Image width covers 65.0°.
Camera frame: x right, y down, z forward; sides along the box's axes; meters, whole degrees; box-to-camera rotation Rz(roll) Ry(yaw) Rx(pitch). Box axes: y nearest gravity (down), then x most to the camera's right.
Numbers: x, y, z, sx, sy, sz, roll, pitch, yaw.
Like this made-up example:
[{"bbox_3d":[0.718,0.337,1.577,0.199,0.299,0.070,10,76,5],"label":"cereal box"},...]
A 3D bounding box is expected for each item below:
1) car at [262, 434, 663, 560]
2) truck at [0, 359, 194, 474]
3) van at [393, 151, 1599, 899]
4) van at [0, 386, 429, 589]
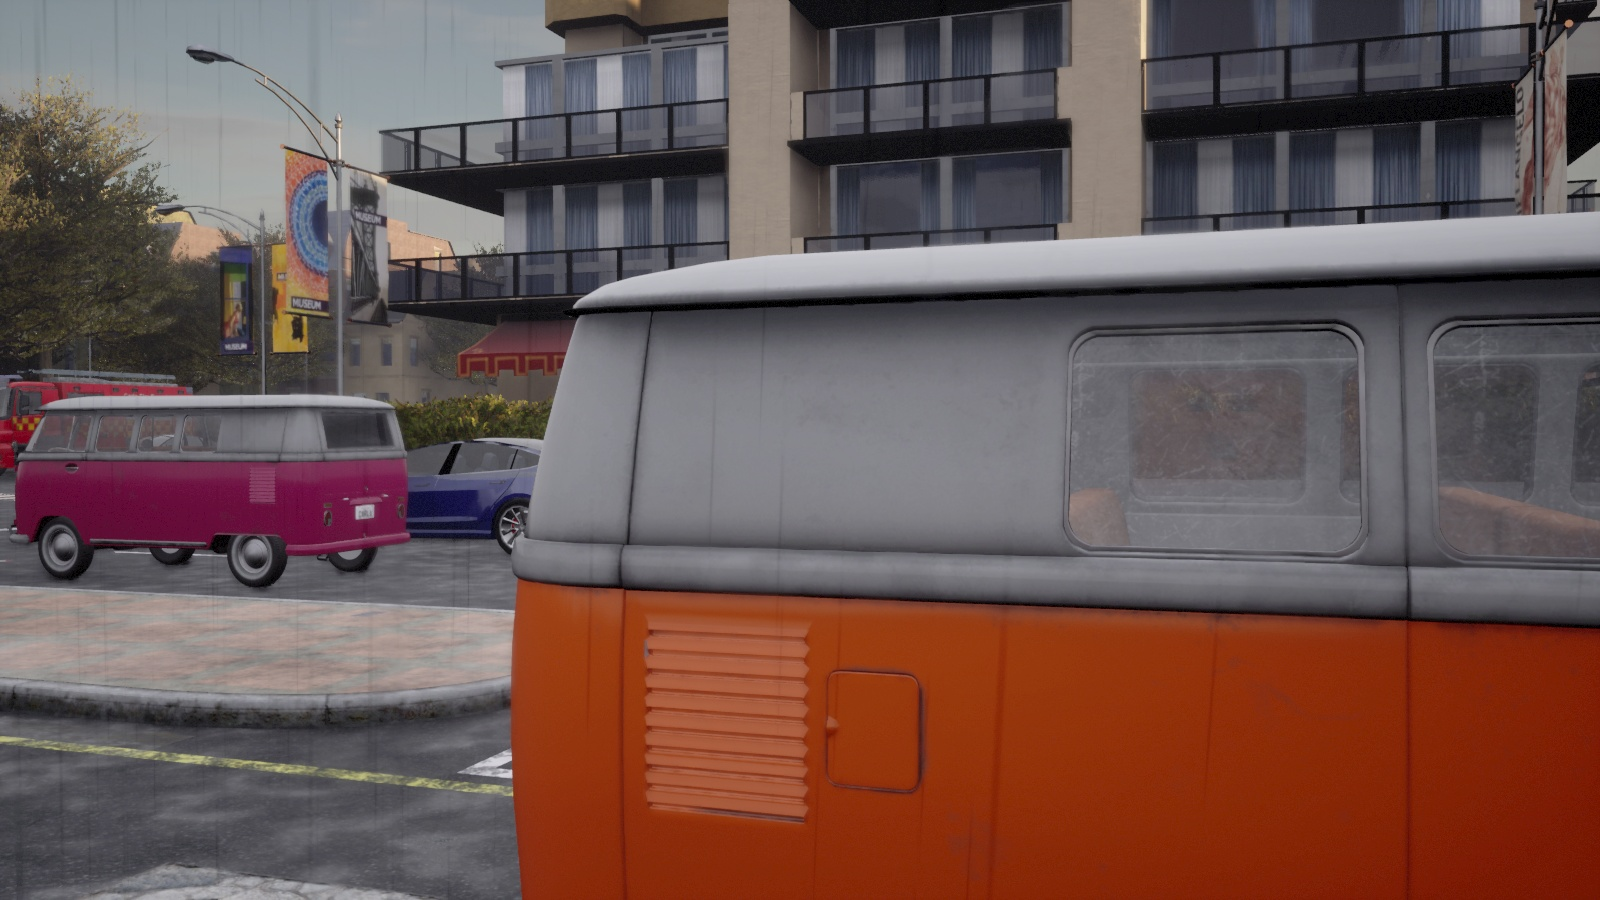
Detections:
[{"bbox_3d":[-4.484,0.540,16.834,4.792,1.488,2.163,1,1,19],"label":"car"},{"bbox_3d":[-26.770,-1.180,46.298,2.891,3.827,8.468,1,1,18],"label":"truck"},{"bbox_3d":[1.570,0.543,2.661,4.442,1.987,1.775,1,1,19],"label":"van"},{"bbox_3d":[-6.511,0.334,13.820,4.442,1.987,1.775,1,1,19],"label":"van"}]
